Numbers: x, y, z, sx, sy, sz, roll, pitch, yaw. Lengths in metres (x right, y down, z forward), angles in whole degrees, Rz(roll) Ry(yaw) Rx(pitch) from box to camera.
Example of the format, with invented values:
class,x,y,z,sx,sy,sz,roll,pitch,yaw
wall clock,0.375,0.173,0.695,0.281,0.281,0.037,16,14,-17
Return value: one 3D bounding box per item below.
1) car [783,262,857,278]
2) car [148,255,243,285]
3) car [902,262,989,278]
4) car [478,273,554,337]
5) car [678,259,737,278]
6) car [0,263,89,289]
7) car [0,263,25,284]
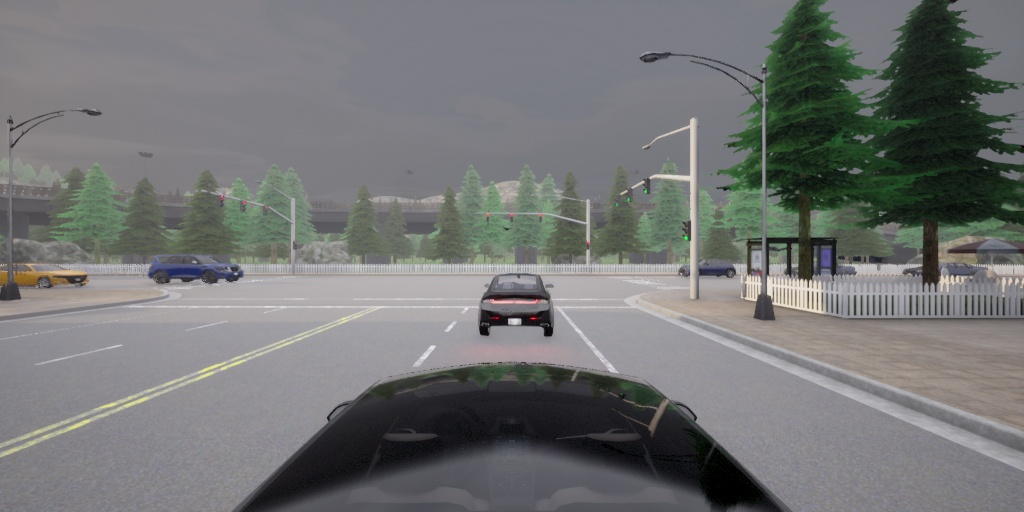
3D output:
class,x,y,z,sx,sy,sz,roll,pitch,yaw
car,27.670,1.238,32.255,5.357,1.411,2.033,0,0,1
car,-22.259,0.914,25.317,5.566,2.045,2.150,0,0,0
car,38.061,1.238,31.508,5.357,1.411,2.033,0,0,10
car,0.180,1.240,10.352,2.128,1.511,4.902,0,0,3
car,17.513,1.042,32.347,4.553,1.767,2.097,0,0,0
car,-28.920,1.169,21.822,5.008,1.535,1.882,0,0,0
car,-37.822,1.217,25.165,4.674,1.442,1.812,0,0,-2
